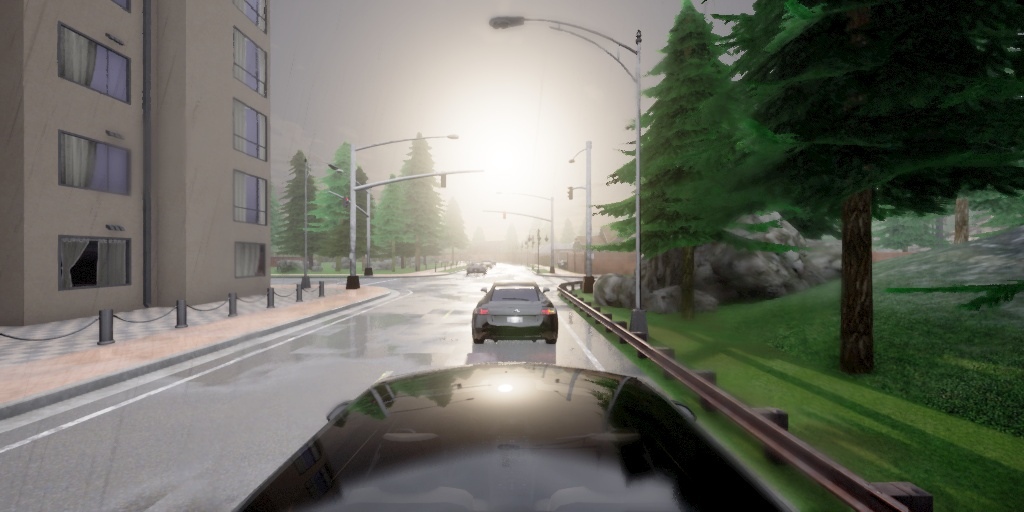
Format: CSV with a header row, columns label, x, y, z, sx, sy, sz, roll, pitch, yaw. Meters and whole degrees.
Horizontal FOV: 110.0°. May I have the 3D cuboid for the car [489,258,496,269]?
label,x,y,z,sx,sy,sz,roll,pitch,yaw
car,-3.986,1.268,55.130,2.033,1.411,5.357,0,0,0

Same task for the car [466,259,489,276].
label,x,y,z,sx,sy,sz,roll,pitch,yaw
car,-3.709,1.285,37.382,1.994,1.385,4.181,0,0,-4

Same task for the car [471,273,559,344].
label,x,y,z,sx,sy,sz,roll,pitch,yaw
car,0.081,1.314,9.577,1.994,1.385,4.181,0,0,1
